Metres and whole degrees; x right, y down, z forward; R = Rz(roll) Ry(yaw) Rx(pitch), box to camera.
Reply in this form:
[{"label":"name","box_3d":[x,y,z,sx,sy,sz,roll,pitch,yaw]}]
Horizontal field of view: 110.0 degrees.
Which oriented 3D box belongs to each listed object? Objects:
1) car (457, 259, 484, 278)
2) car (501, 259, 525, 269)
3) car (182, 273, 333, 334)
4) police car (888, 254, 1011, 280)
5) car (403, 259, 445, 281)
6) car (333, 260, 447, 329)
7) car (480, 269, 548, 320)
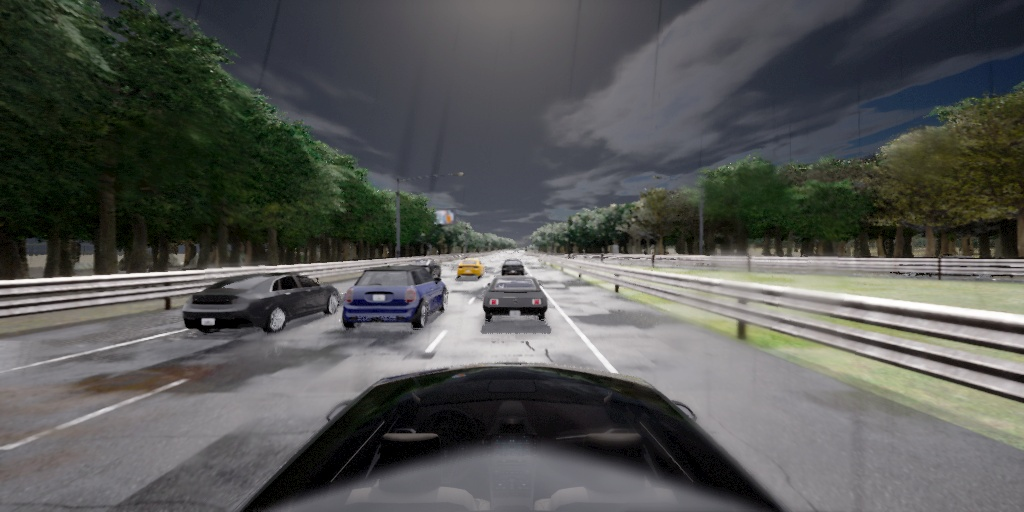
[{"label":"car","box_3d":[-3.418,1.007,30.297,1.882,1.535,5.008,0,1,0]},{"label":"car","box_3d":[0.082,1.007,30.286,1.882,1.535,5.008,0,1,0]},{"label":"car","box_3d":[-6.905,1.235,10.568,1.837,1.490,4.892,0,0,0]},{"label":"police car","box_3d":[29.096,0.683,24.072,1.930,1.638,5.238,0,0,-36]},{"label":"car","box_3d":[-6.916,1.045,28.694,2.128,1.511,4.902,0,1,0]},{"label":"car","box_3d":[-3.407,1.078,11.308,2.097,1.767,4.553,0,0,0]},{"label":"car","box_3d":[0.086,1.321,12.383,1.895,1.301,4.718,0,0,0]}]
